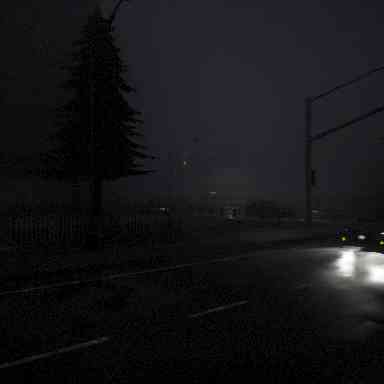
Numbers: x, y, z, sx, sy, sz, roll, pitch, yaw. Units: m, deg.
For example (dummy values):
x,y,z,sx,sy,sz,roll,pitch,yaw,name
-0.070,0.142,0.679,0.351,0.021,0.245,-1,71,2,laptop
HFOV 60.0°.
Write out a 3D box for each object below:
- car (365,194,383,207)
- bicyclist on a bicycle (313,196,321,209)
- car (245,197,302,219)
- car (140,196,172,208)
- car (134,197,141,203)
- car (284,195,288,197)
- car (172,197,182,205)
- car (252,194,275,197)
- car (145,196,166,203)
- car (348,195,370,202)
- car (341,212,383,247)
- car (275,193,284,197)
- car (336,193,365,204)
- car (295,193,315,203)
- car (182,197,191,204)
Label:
x,y,z,sx,sy,sz,roll,pitch,yaw,name
26.528,1.153,44.983,1.932,1.855,4.605,0,0,-36,car
15.931,1.302,42.301,1.656,1.620,0.582,0,0,-36,bicyclist on a bicycle
7.003,1.478,29.914,1.882,1.535,5.008,0,0,-36,car
-5.082,1.564,46.705,1.994,1.385,4.181,0,0,-36,car
-9.866,1.564,65.615,1.994,1.385,4.181,0,0,-36,car
21.363,1.153,81.327,1.932,1.855,4.605,0,0,-36,car
-4.469,1.491,58.147,2.128,1.511,4.902,0,0,-36,car
16.855,1.395,78.041,1.970,1.475,3.806,0,0,-36,car
-7.536,1.547,68.216,2.033,1.411,5.357,0,0,-36,car
37.034,1.364,73.941,1.784,1.438,3.905,0,0,-36,car
8.110,1.564,14.031,4.181,1.385,1.994,0,0,-38,car
19.210,1.364,79.725,1.784,1.438,3.905,0,0,-36,car
34.641,1.153,72.308,1.932,1.855,4.605,0,0,-36,car
20.951,1.395,62.403,1.970,1.475,3.806,0,0,-36,car
-2.087,1.564,60.749,1.994,1.385,4.181,0,0,-35,car
